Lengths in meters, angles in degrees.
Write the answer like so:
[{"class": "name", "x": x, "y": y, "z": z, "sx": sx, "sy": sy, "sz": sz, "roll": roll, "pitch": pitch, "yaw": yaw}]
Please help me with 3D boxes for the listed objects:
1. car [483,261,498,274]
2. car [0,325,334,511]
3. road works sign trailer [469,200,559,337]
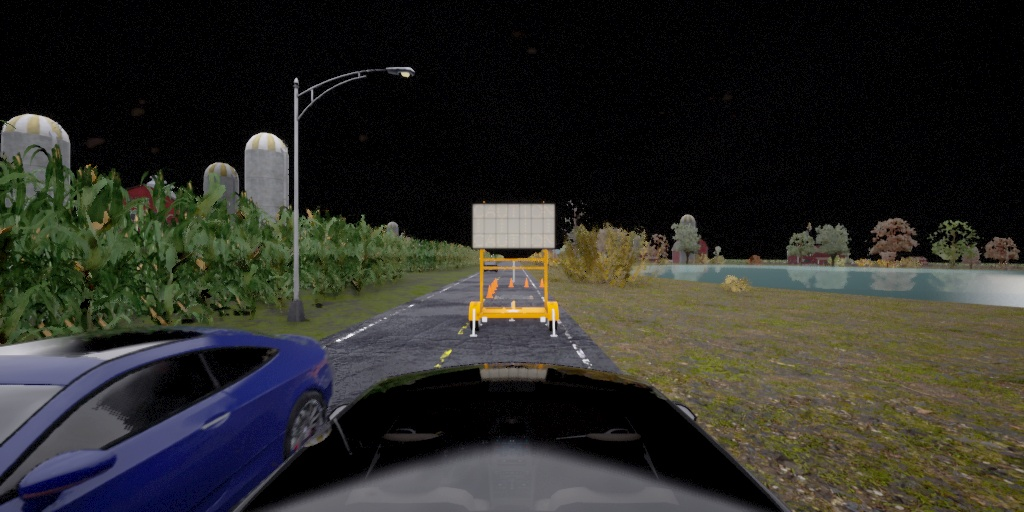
[{"class": "car", "x": -2.627, "y": 1.342, "z": 43.025, "sx": 2.033, "sy": 1.411, "sz": 5.357, "roll": 0, "pitch": 0, "yaw": 0}, {"class": "car", "x": -2.843, "y": 1.275, "z": 2.130, "sx": 1.812, "sy": 1.442, "sz": 4.674, "roll": 0, "pitch": 0, "yaw": 0}, {"class": "road works sign trailer", "x": 0.051, "y": 0.217, "z": 10.295, "sx": 2.380, "sy": 3.560, "sz": 2.880, "roll": 0, "pitch": 0, "yaw": 0}]
